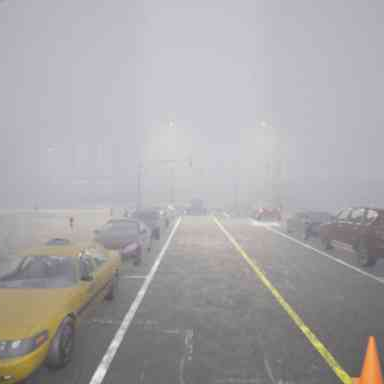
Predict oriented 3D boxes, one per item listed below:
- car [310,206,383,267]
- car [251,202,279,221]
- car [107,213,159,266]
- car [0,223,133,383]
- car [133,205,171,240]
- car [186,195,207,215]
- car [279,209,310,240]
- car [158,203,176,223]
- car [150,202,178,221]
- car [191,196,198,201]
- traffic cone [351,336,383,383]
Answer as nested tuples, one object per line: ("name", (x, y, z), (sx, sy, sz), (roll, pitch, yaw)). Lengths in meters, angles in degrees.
("car", (6.153, 1.366, 11.503), (2.192, 1.841, 5.009), (0, 0, 0))
("car", (6.219, 1.529, 28.411), (1.967, 1.590, 4.097), (0, 0, 0))
("car", (-2.371, 1.593, 11.533), (1.802, 1.307, 4.206), (0, 0, 0))
("car", (-2.394, 1.525, 5.727), (1.752, 1.417, 4.829), (0, 0, 0))
("car", (-2.349, 1.589, 17.170), (1.947, 1.339, 4.313), (0, 0, 0))
("car", (0.489, 1.431, 35.299), (2.097, 1.767, 4.553), (0, 0, 0))
("car", (6.175, 1.629, 17.139), (1.947, 1.339, 4.313), (0, 0, 0))
("car", (-2.327, 1.602, 22.806), (1.947, 1.339, 4.313), (0, 0, 0))
("car", (-2.306, 1.600, 28.443), (2.008, 1.369, 4.403), (0, 0, 0))
("car", (0.634, 1.762, 94.053), (1.837, 1.490, 4.892), (0, 0, 0))
("traffic cone", (2.088, 1.973, 3.864), (0.340, 0.580, 0.340), (0, 0, 0))
